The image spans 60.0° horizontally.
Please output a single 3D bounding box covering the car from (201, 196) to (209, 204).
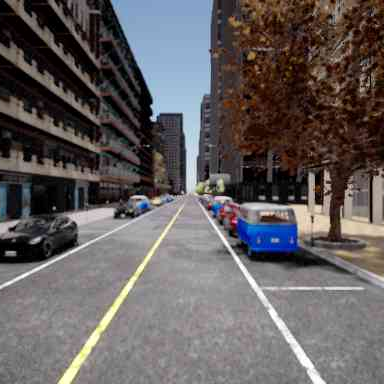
[{"bbox_3d":[2.694,1.562,46.599,2.008,1.369,4.403,0,0,0],"label":"car"}]

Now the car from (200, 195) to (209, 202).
[{"bbox_3d":[2.694,1.574,52.262,2.008,1.369,4.403,0,0,0],"label":"car"}]

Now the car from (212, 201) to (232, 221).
[{"bbox_3d":[2.694,1.573,23.947,1.802,1.307,4.206,0,0,0],"label":"car"}]

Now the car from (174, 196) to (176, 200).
[{"bbox_3d":[-5.685,1.654,80.583,1.947,1.339,4.313,0,0,0],"label":"car"}]

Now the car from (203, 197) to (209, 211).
[{"bbox_3d":[2.694,1.583,40.936,1.802,1.307,4.206,0,0,0],"label":"car"}]

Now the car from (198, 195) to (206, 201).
[{"bbox_3d":[2.695,1.558,91.909,1.967,1.590,4.097,0,0,0],"label":"car"}]

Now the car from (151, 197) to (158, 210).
[{"bbox_3d":[-5.686,1.552,40.936,2.008,1.369,4.403,0,0,0],"label":"car"}]

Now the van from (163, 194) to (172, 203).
[{"bbox_3d":[-5.685,1.403,69.255,1.690,1.788,3.998,0,0,0],"label":"van"}]

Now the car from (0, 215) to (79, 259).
[{"bbox_3d":[-5.687,1.559,12.621,1.947,1.339,4.313,0,0,0],"label":"car"}]

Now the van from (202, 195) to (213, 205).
[{"bbox_3d":[2.694,1.377,57.926,1.690,1.788,3.998,0,0,0],"label":"van"}]

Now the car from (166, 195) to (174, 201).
[{"bbox_3d":[-5.685,1.542,86.245,1.967,1.590,4.097,0,0,0],"label":"car"}]

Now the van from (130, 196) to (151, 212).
[{"bbox_3d":[-5.686,1.335,35.275,1.690,1.788,3.998,0,0,0],"label":"van"}]

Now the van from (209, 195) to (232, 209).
[{"bbox_3d":[2.694,1.332,29.610,1.690,1.788,3.998,0,0,0],"label":"van"}]

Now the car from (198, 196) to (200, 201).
[{"bbox_3d":[2.695,1.594,63.590,1.887,1.381,4.507,0,0,0],"label":"car"}]

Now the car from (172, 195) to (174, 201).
[{"bbox_3d":[-5.685,1.600,74.749,1.752,1.417,4.829,0,0,0],"label":"car"}]

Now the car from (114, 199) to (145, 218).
[{"bbox_3d":[-5.686,1.556,29.610,1.947,1.339,4.313,0,0,0],"label":"car"}]

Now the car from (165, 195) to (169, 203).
[{"bbox_3d":[-5.686,1.587,57.926,2.008,1.369,4.403,0,0,0],"label":"car"}]

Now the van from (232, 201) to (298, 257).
[{"bbox_3d":[2.694,1.335,12.621,1.690,1.788,3.998,0,0,0],"label":"van"}]

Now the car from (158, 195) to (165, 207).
[{"bbox_3d":[-5.686,1.548,52.092,1.752,1.417,4.829,0,0,0],"label":"car"}]

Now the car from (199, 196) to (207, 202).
[{"bbox_3d":[2.695,1.633,80.583,1.887,1.381,4.507,0,0,0],"label":"car"}]

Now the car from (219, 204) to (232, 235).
[{"bbox_3d":[2.694,1.574,18.285,1.802,1.307,4.206,0,0,0],"label":"car"}]
